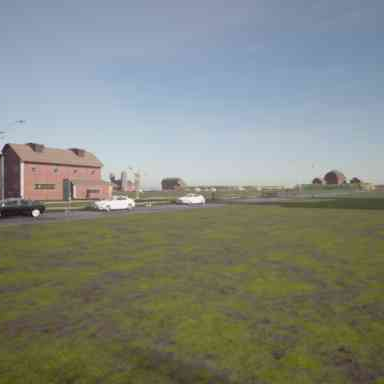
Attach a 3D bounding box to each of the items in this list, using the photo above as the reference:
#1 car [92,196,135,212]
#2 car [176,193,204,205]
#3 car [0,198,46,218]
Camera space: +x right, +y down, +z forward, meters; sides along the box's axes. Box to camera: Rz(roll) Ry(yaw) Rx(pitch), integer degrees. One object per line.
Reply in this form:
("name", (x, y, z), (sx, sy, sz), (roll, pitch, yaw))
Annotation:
("car", (-7.777, 1.125, 33.369), (1.812, 1.442, 4.674), (1, 1, 36))
("car", (-0.121, 0.931, 43.916), (1.812, 1.442, 4.674), (1, 1, 36))
("car", (-13.674, 1.250, 25.237), (1.837, 1.490, 4.892), (1, 1, 36))
